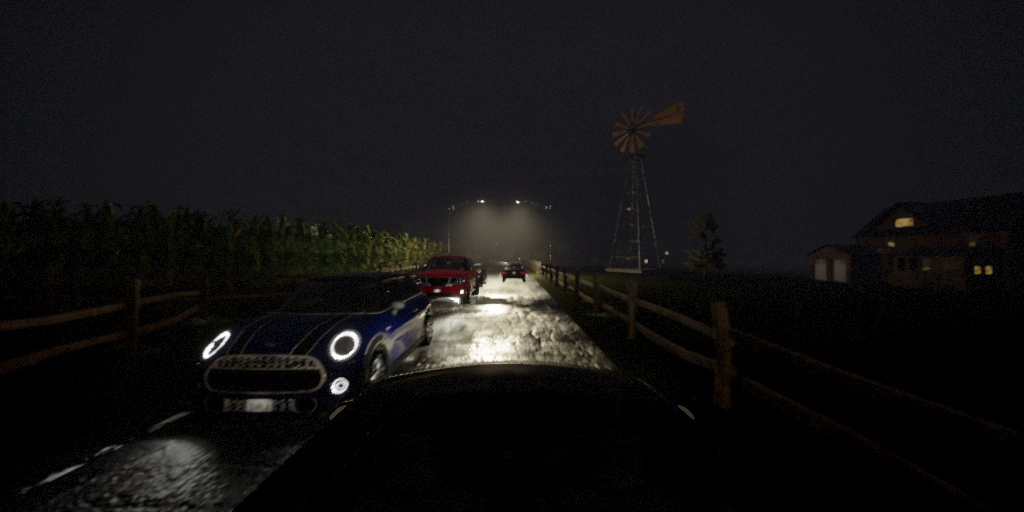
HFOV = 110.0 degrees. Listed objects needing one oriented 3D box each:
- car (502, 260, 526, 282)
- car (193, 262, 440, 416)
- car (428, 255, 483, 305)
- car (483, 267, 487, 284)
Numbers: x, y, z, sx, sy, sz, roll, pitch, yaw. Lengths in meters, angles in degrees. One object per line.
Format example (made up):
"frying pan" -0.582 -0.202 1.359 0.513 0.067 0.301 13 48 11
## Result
"car" 0.160 1.294 28.916 2.033 1.411 5.357 0 0 0
"car" -2.838 1.091 6.285 2.097 1.767 4.553 0 0 0
"car" -2.796 0.960 16.295 2.150 2.045 5.566 0 0 0
"car" -2.674 1.229 23.535 2.128 1.511 4.902 0 0 0
